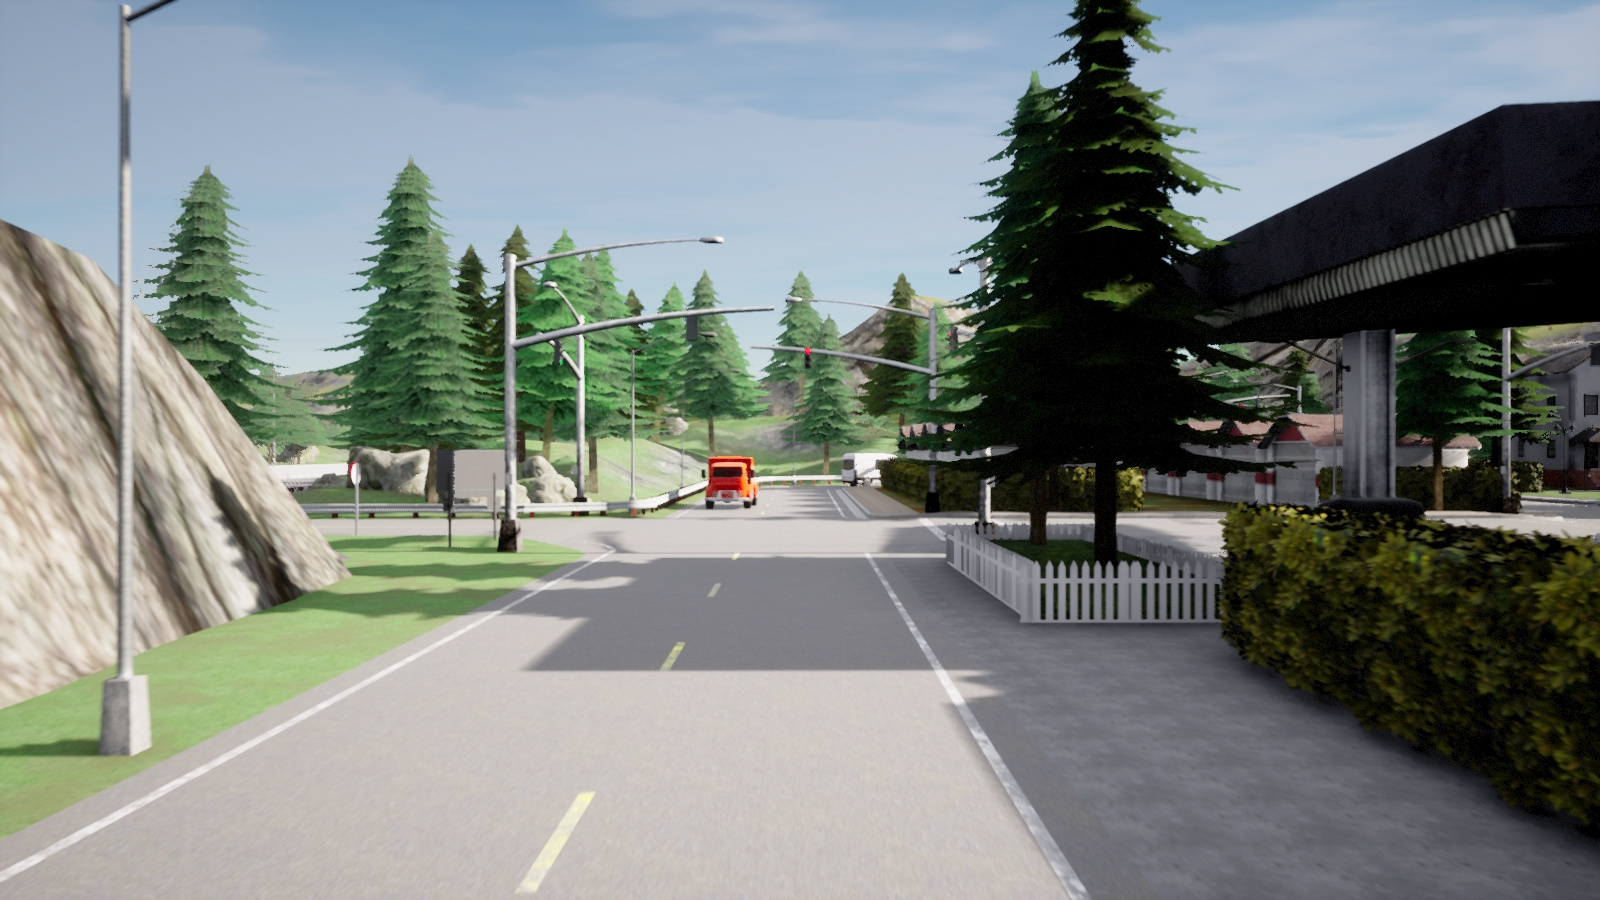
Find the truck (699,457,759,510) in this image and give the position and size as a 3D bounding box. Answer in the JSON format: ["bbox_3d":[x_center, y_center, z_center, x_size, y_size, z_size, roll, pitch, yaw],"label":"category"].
[{"bbox_3d":[-3.392,1.575,55.856,2.627,2.467,5.204,0,-1,0],"label":"truck"}]
